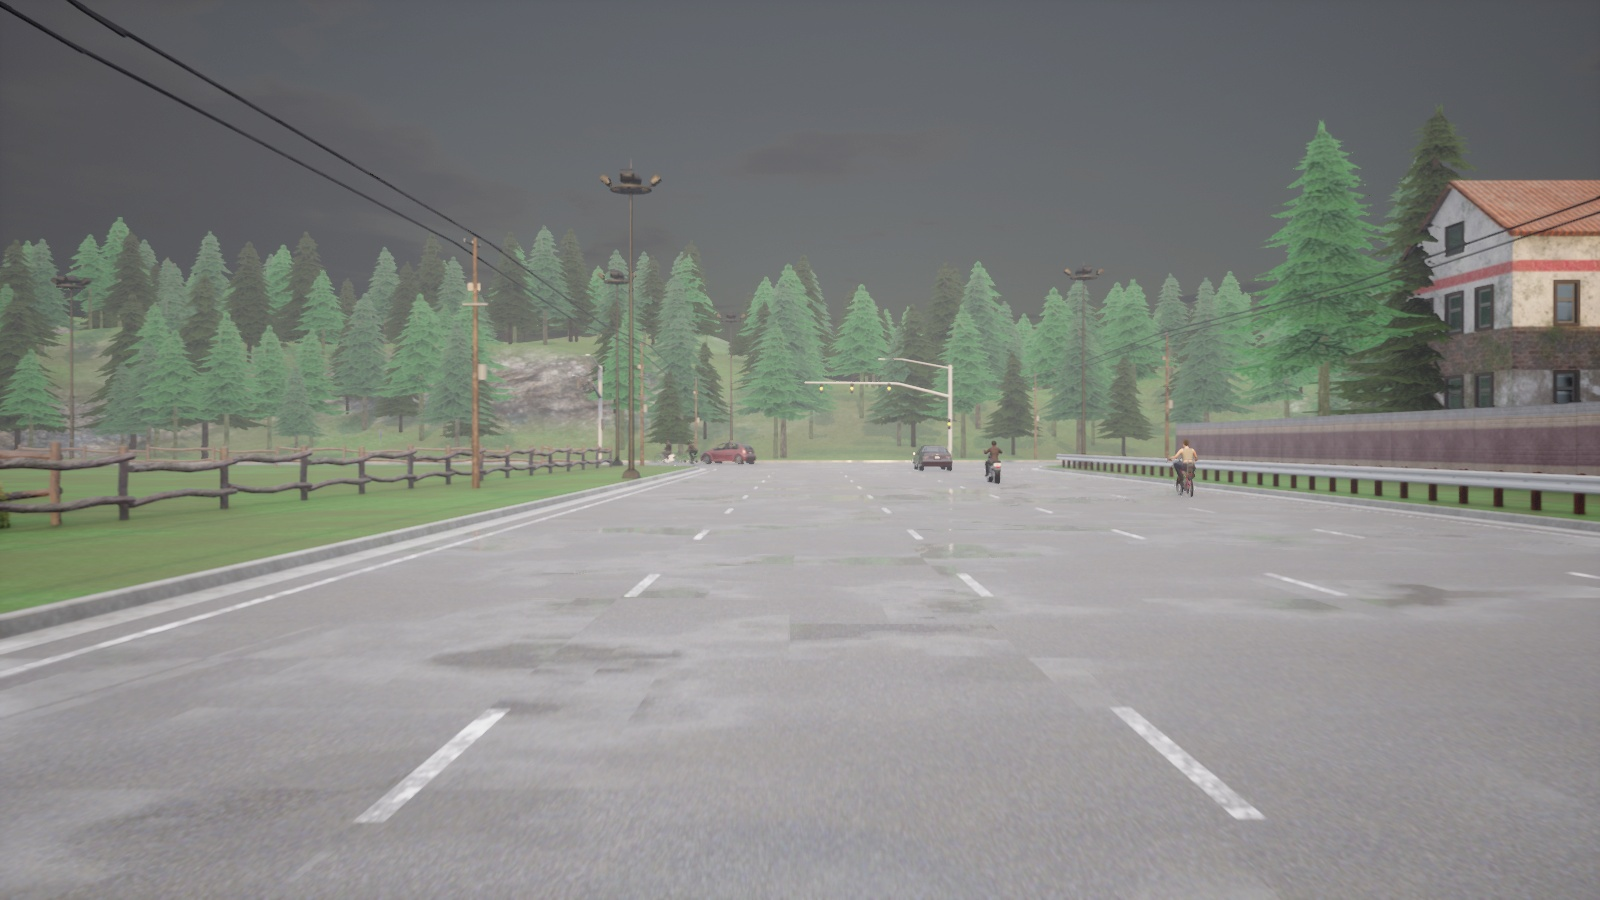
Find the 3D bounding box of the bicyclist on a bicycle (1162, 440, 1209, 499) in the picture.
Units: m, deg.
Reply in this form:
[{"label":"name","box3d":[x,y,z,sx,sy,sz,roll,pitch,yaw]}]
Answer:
[{"label":"bicyclist on a bicycle","box3d":[10.711,0.521,34.959,0.866,1.612,1.509,0,0,1]}]

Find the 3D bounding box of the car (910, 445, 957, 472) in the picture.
[{"label":"car","box3d":[7.413,0.457,70.242,2.033,1.411,5.357,0,0,0]}]

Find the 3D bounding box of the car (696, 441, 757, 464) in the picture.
[{"label":"car","box3d":[-5.298,0.199,90.479,3.988,1.617,1.851,0,0,28]}]

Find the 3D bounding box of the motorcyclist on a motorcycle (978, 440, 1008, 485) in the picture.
[{"label":"motorcyclist on a motorcycle","box3d":[7.287,0.471,47.443,0.766,1.649,2.350,0,0,0]}]
